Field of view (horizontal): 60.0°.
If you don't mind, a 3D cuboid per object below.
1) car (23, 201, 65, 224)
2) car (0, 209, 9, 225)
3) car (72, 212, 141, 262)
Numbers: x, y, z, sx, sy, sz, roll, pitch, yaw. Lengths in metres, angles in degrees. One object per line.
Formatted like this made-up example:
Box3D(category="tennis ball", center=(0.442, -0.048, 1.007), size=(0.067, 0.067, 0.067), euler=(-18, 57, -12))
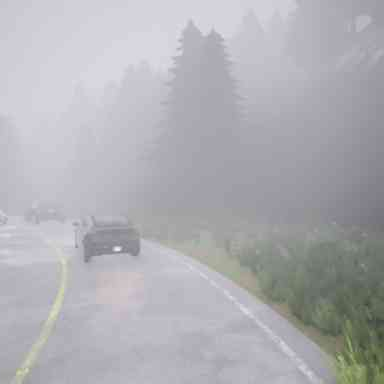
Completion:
Box3D(category="car", center=(-11.534, 1.449, 25.770), size=(2.097, 1.767, 4.553), euler=(-1, 0, -38))
Box3D(category="car", center=(-15.076, 1.662, 24.447), size=(4.674, 1.442, 1.812), euler=(-1, 0, 44))
Box3D(category="car", center=(-3.294, 1.526, 12.515), size=(1.837, 1.490, 4.892), euler=(0, 0, -24))
